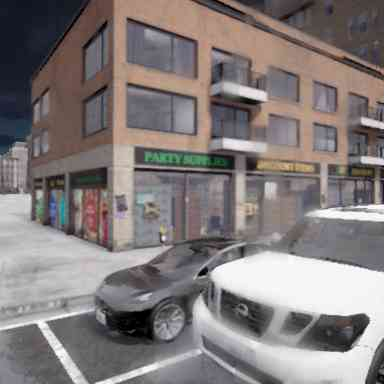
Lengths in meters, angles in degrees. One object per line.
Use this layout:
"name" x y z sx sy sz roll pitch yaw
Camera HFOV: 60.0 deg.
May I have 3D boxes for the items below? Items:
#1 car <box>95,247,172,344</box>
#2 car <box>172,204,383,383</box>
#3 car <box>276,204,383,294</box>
"car" 0.360 1.579 6.443 4.313 1.339 1.947 0 0 -35
"car" 2.676 1.238 4.978 5.566 2.045 2.150 0 0 -36
"car" 4.986 1.348 9.743 5.009 1.841 2.192 0 0 -35
